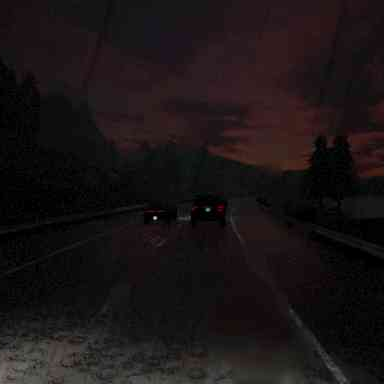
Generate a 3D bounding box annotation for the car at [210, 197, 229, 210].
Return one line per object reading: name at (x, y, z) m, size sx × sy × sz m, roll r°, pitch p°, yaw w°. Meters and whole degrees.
car at (3.492, 1.417, 41.662) m, size 2.033 × 1.411 × 5.357 m, roll 0°, pitch 0°, yaw 9°

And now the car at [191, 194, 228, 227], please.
car at (1.182, 1.152, 22.619) m, size 2.150 × 2.045 × 5.566 m, roll 0°, pitch 0°, yaw 5°

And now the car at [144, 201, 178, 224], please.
car at (-2.189, 1.426, 24.121) m, size 1.837 × 1.490 × 4.892 m, roll 0°, pitch 0°, yaw 5°
